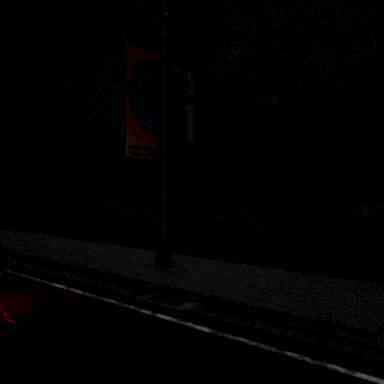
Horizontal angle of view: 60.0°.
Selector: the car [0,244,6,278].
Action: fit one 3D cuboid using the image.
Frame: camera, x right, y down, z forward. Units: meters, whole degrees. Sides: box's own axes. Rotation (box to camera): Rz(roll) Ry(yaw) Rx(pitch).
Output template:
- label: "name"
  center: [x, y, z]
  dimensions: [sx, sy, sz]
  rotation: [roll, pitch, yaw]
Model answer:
- label: "car"
  center: [-6.533, 1.463, 8.414]
  dimensions: [4.892, 1.490, 1.837]
  rotation: [1, 0, 37]
